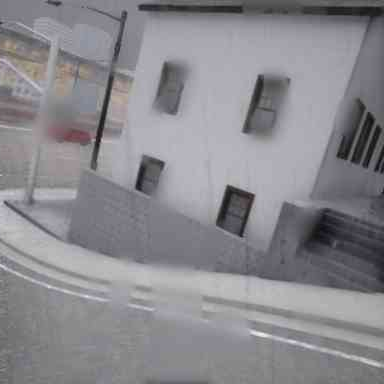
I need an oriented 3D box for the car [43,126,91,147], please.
[{"bbox_3d":[-14.889,-6.847,40.159,2.150,2.045,5.566,22,13,35],"label":"car"}]
